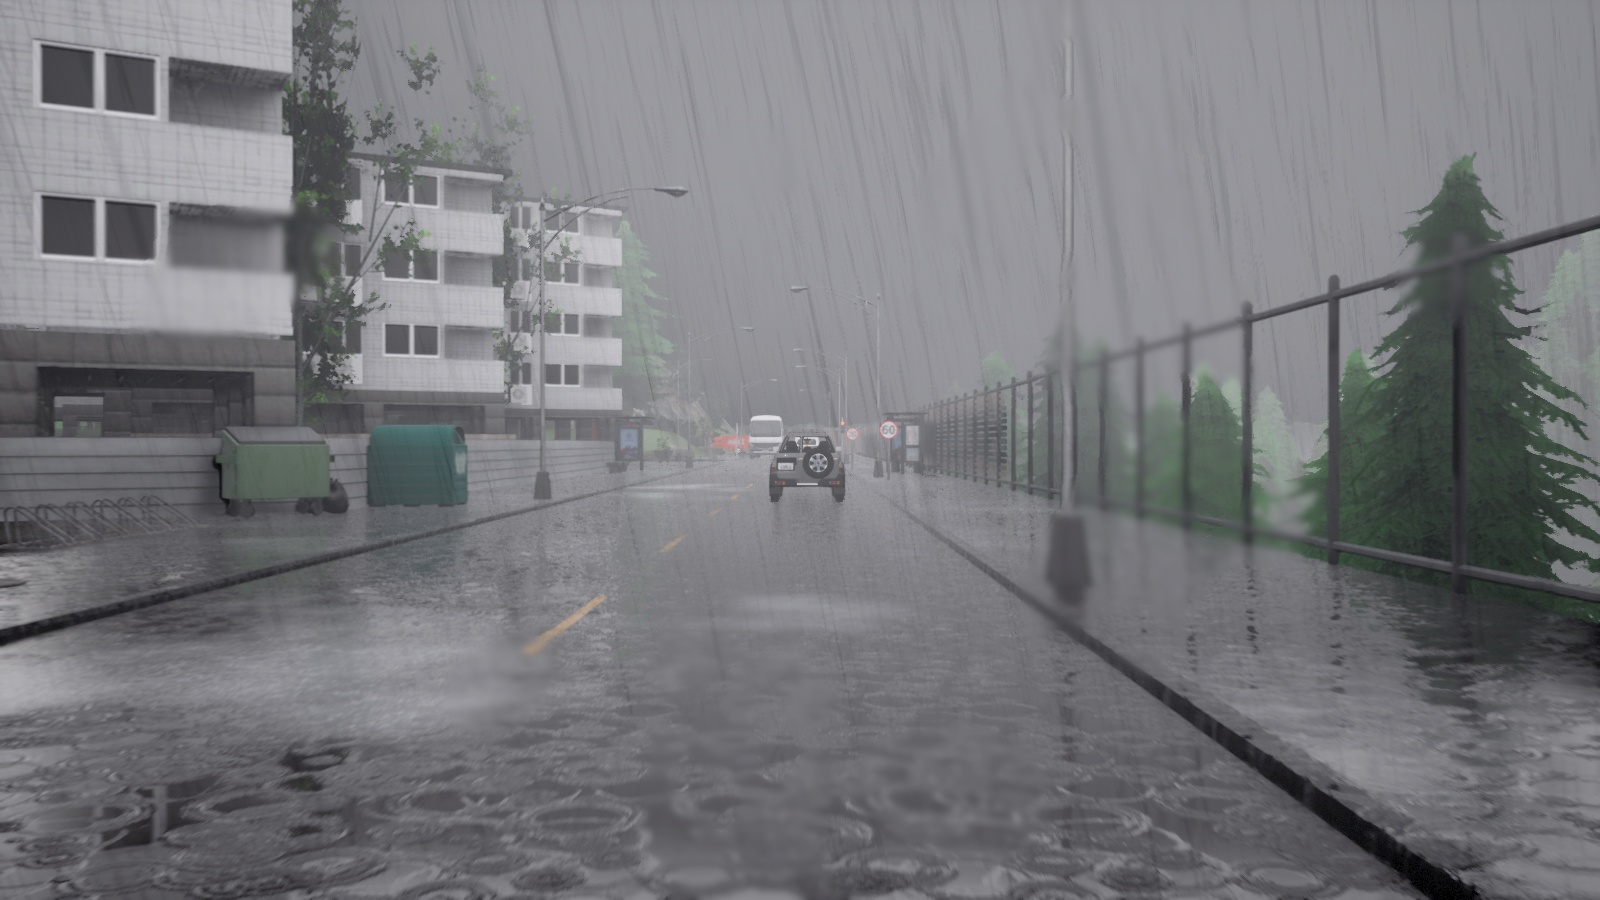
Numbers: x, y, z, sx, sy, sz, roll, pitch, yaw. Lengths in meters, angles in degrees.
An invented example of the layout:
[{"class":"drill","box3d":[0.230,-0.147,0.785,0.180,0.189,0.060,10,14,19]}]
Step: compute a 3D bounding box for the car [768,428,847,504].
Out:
[{"class":"car","box3d":[0.192,0.376,33.158,1.932,1.855,4.605,0,0,0]}]
